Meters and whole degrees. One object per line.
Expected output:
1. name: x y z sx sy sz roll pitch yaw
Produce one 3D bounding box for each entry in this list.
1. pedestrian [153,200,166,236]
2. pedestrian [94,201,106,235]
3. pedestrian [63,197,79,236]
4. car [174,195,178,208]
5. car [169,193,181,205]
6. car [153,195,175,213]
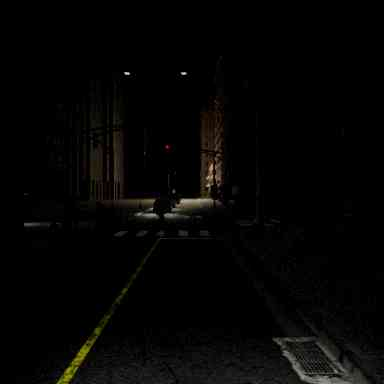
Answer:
1. pedestrian: -1.634 1.294 16.592 0.375 1.860 0.375 0 0 0
2. pedestrian: -4.733 1.294 17.176 0.375 1.860 0.375 0 0 0
3. pedestrian: -5.807 1.142 15.972 0.375 1.860 0.375 0 0 0
4. car: -3.321 1.528 47.775 1.812 1.442 4.674 0 0 0
5. car: -3.333 1.225 61.336 2.150 2.045 5.566 0 0 2
6. car: -3.274 1.479 37.812 1.882 1.535 5.008 0 0 0
